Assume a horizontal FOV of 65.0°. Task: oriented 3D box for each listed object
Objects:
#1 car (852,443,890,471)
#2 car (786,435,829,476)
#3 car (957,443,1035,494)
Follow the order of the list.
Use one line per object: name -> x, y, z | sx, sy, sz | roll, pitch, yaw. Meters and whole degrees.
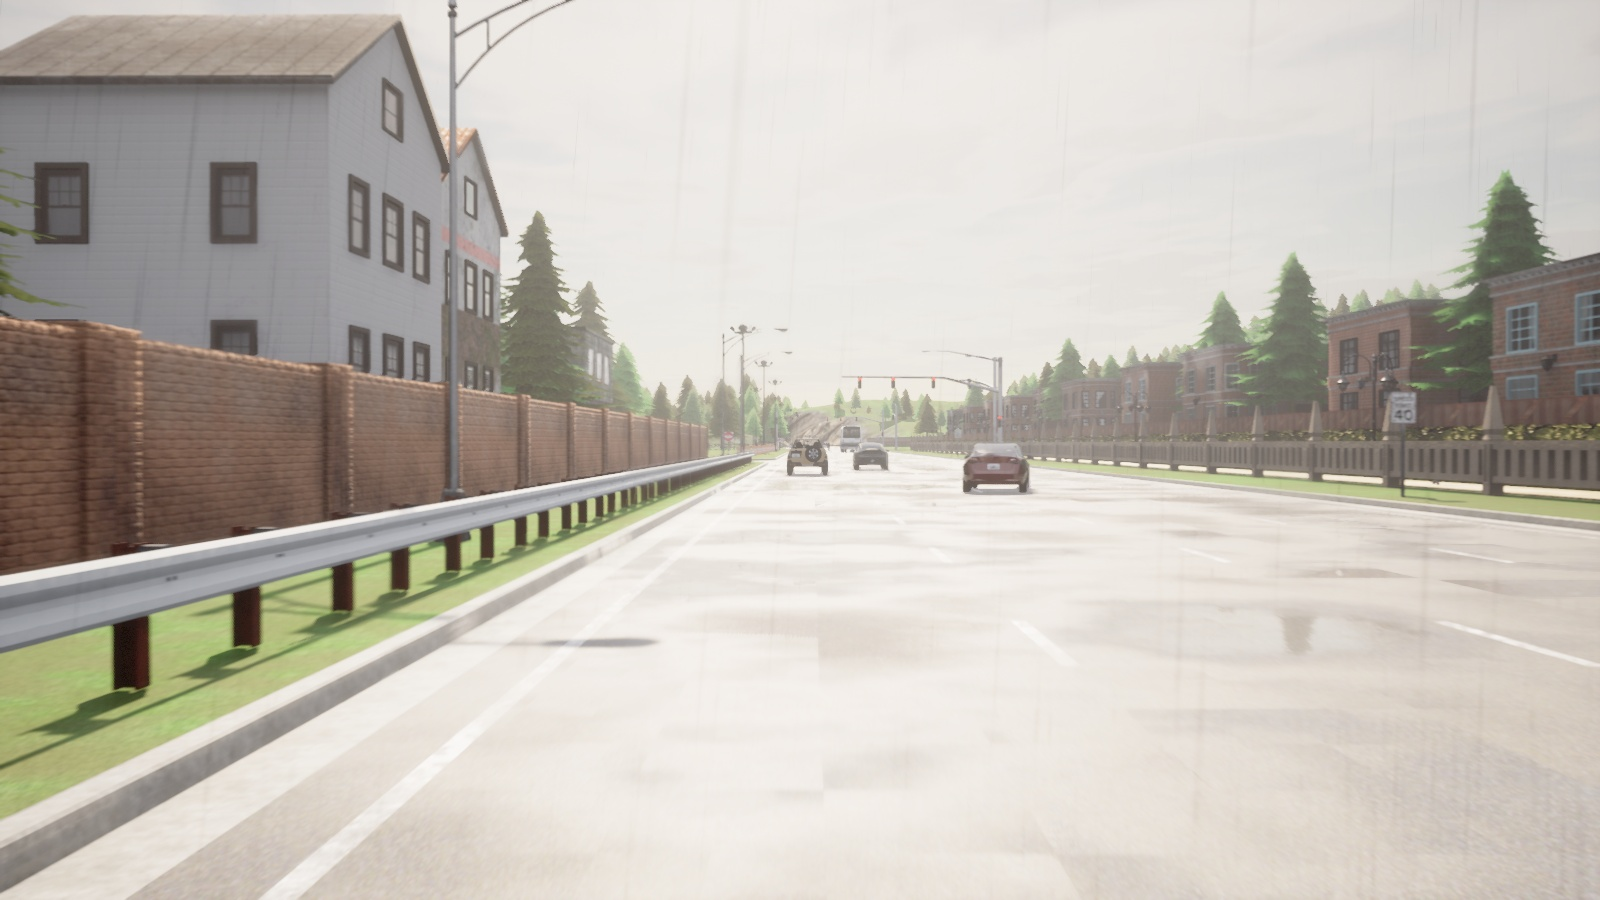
car -> 3.912, 0.362, 69.855 | 1.837, 1.490, 4.892 | 0, 0, 0
car -> 0.352, 0.231, 59.308 | 1.932, 1.855, 4.605 | 0, 0, 0
car -> 6.207, 0.531, 39.333 | 2.163, 1.488, 4.792 | 0, 0, 12
